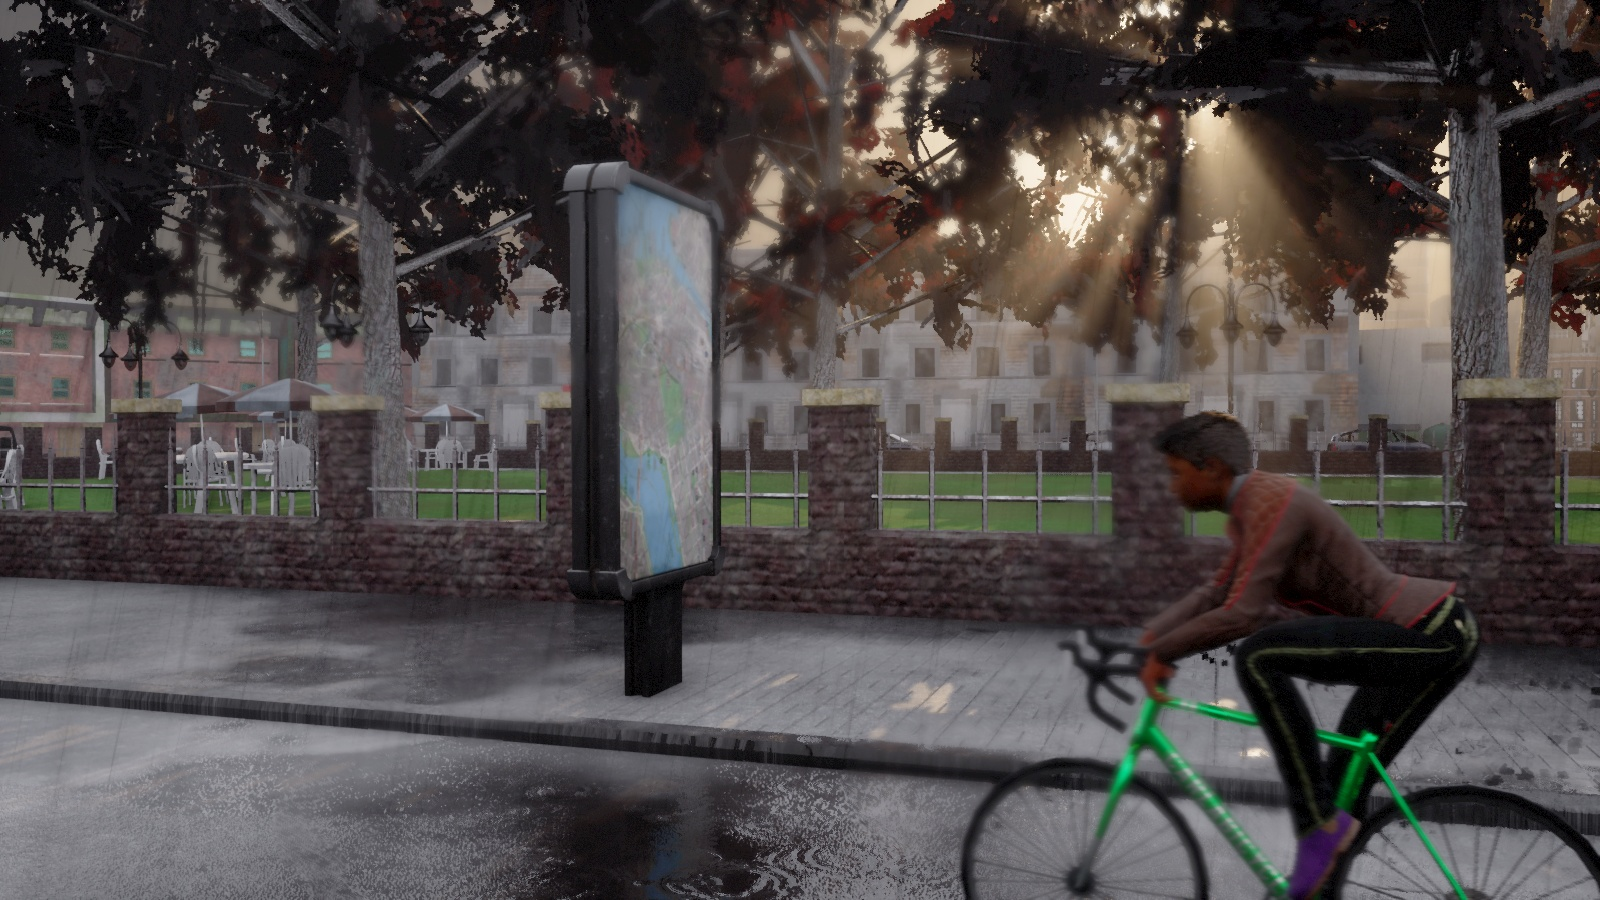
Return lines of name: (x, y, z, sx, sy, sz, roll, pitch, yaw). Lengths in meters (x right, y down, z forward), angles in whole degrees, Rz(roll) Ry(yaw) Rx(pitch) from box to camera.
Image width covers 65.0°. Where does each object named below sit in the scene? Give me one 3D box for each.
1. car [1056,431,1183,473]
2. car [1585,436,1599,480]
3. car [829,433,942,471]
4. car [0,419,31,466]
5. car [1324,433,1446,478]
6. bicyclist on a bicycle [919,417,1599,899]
car: (12.073, 0.060, 47.409, 4.514, 1.525, 2.007, 1, 1, 18)
car: (28.829, 0.278, 41.844, 4.193, 1.474, 1.816, 1, 1, 18)
car: (3.440, 0.048, 50.274, 4.193, 1.474, 1.816, 1, 1, 18)
car: (-32.650, -0.289, 49.299, 1.905, 1.878, 3.866, 1, 1, 19)
car: (20.685, 0.169, 44.551, 3.705, 1.549, 1.789, 0, 1, 18)
bicyclist on a bicycle: (1.189, 0.731, 3.314, 1.656, 1.620, 0.582, 0, 1, 19)
